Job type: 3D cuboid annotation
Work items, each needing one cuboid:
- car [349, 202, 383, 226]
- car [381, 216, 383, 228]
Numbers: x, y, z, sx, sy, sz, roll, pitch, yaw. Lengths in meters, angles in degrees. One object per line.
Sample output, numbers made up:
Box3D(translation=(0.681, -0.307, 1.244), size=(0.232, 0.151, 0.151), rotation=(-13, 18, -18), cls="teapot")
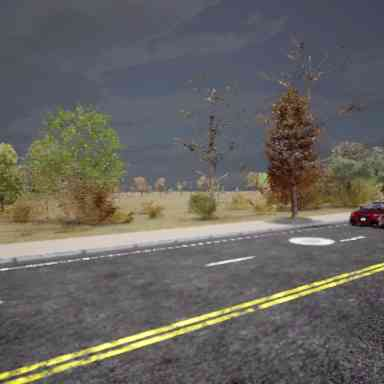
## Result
Box3D(translation=(11.268, 1.323, 19.956), size=(4.181, 1.385, 1.994), rotation=(-1, 0, -37), cls="car")
Box3D(translation=(7.305, 1.360, 8.743), size=(4.902, 1.511, 2.128), rotation=(-1, 1, -36), cls="car")
